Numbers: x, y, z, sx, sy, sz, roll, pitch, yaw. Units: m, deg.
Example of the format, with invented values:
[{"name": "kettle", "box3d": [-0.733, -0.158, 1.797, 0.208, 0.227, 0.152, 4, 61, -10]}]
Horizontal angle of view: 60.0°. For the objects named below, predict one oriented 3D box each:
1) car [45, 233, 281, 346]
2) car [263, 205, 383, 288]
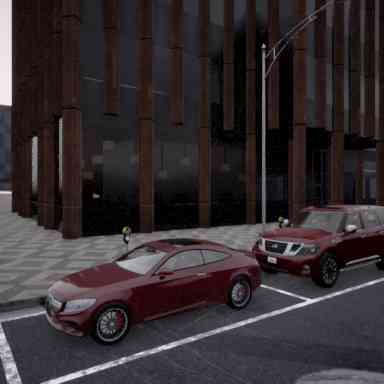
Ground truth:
[{"name": "car", "box3d": [-0.481, 1.582, 6.289, 4.206, 1.307, 1.802, 0, 0, -35]}, {"name": "car", "box3d": [3.976, 1.315, 9.438, 5.009, 1.841, 2.192, 0, 0, -35]}]
